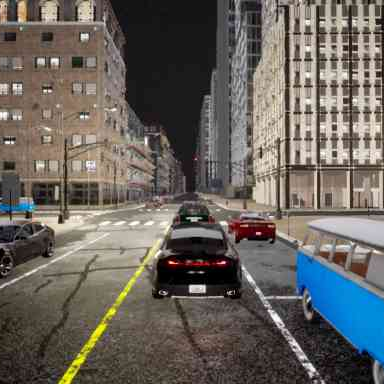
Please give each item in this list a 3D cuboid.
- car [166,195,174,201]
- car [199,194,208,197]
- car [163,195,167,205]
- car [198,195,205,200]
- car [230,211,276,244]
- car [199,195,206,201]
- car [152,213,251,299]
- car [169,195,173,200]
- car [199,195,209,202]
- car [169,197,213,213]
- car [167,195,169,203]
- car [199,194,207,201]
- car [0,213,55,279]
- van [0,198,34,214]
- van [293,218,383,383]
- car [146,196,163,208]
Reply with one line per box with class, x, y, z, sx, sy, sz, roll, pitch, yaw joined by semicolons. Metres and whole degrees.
car;-5.679;1.471;87.542;1.752;1.417;4.829;1;0;0
car;2.701;1.528;59.452;2.008;1.369;4.403;1;0;0
car;-5.678;1.423;53.803;1.967;1.590;4.097;1;0;0
car;2.701;1.520;93.362;1.802;1.307;4.206;1;0;0
car;2.699;1.545;15.706;1.887;1.381;4.507;1;0;0
car;2.702;1.470;87.880;1.752;1.417;4.829;1;0;0
car;0.101;1.505;8.433;1.837;1.490;4.892;0;0;0
car;-5.680;1.515;70.756;2.008;1.369;4.403;1;0;0
car;2.701;1.509;76.406;2.008;1.369;4.403;1;0;0
car;0.070;1.351;17.526;2.097;1.767;4.553;0;0;-1
car;-5.680;1.559;59.454;1.802;1.307;4.206;1;0;0
car;2.703;1.392;82.059;1.967;1.590;4.097;1;0;0
car;-5.682;1.566;10.135;1.947;1.339;4.313;1;0;0
van;-19.736;1.523;37.021;3.998;1.788;1.690;0;0;1
van;2.701;1.342;4.552;1.690;1.788;3.998;1;0;0
car;-5.681;1.571;48.150;1.802;1.307;4.206;1;0;0
